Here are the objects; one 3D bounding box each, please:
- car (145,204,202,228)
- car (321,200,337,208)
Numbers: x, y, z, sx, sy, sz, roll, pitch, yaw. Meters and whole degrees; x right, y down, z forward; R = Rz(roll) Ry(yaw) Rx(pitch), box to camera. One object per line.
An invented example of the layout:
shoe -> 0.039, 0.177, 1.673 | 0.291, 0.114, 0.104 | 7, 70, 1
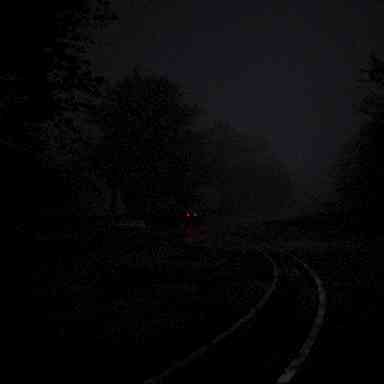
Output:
car -> -1.510, 1.739, 25.742 | 4.553, 1.767, 2.097 | -1, -1, 35
car -> 23.678, 2.078, 57.374 | 1.837, 1.490, 4.892 | -1, -1, 35
